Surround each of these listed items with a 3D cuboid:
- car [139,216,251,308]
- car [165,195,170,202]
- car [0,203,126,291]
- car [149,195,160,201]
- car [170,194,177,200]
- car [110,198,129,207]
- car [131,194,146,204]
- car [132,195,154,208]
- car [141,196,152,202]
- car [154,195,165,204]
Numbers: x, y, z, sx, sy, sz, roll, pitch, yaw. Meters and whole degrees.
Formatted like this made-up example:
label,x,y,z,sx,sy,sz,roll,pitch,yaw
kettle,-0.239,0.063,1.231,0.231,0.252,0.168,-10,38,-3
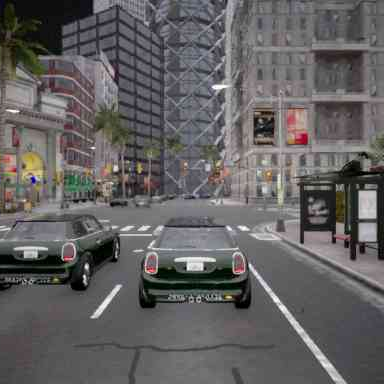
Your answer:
label,x,y,z,sx,sy,sz,roll,pitch,yaw
car,0.070,1.352,8.063,2.097,1.767,4.553,0,0,0
car,-6.937,1.540,77.631,2.033,1.411,5.357,0,0,0
car,-3.422,1.352,9.208,2.097,1.767,4.553,0,0,0
car,-9.908,1.552,88.857,1.994,1.385,4.181,0,0,7
car,-6.158,1.478,90.172,1.882,1.535,5.008,0,0,10
car,-10.558,1.601,48.265,1.895,1.301,4.718,0,0,0
car,-10.479,1.352,65.383,2.097,1.767,4.553,0,0,0
car,-6.899,1.491,46.855,2.128,1.511,4.902,0,0,-2
car,-10.438,1.595,77.248,1.895,1.301,4.718,0,0,0
car,-6.980,1.525,65.477,1.812,1.442,4.674,0,0,0
